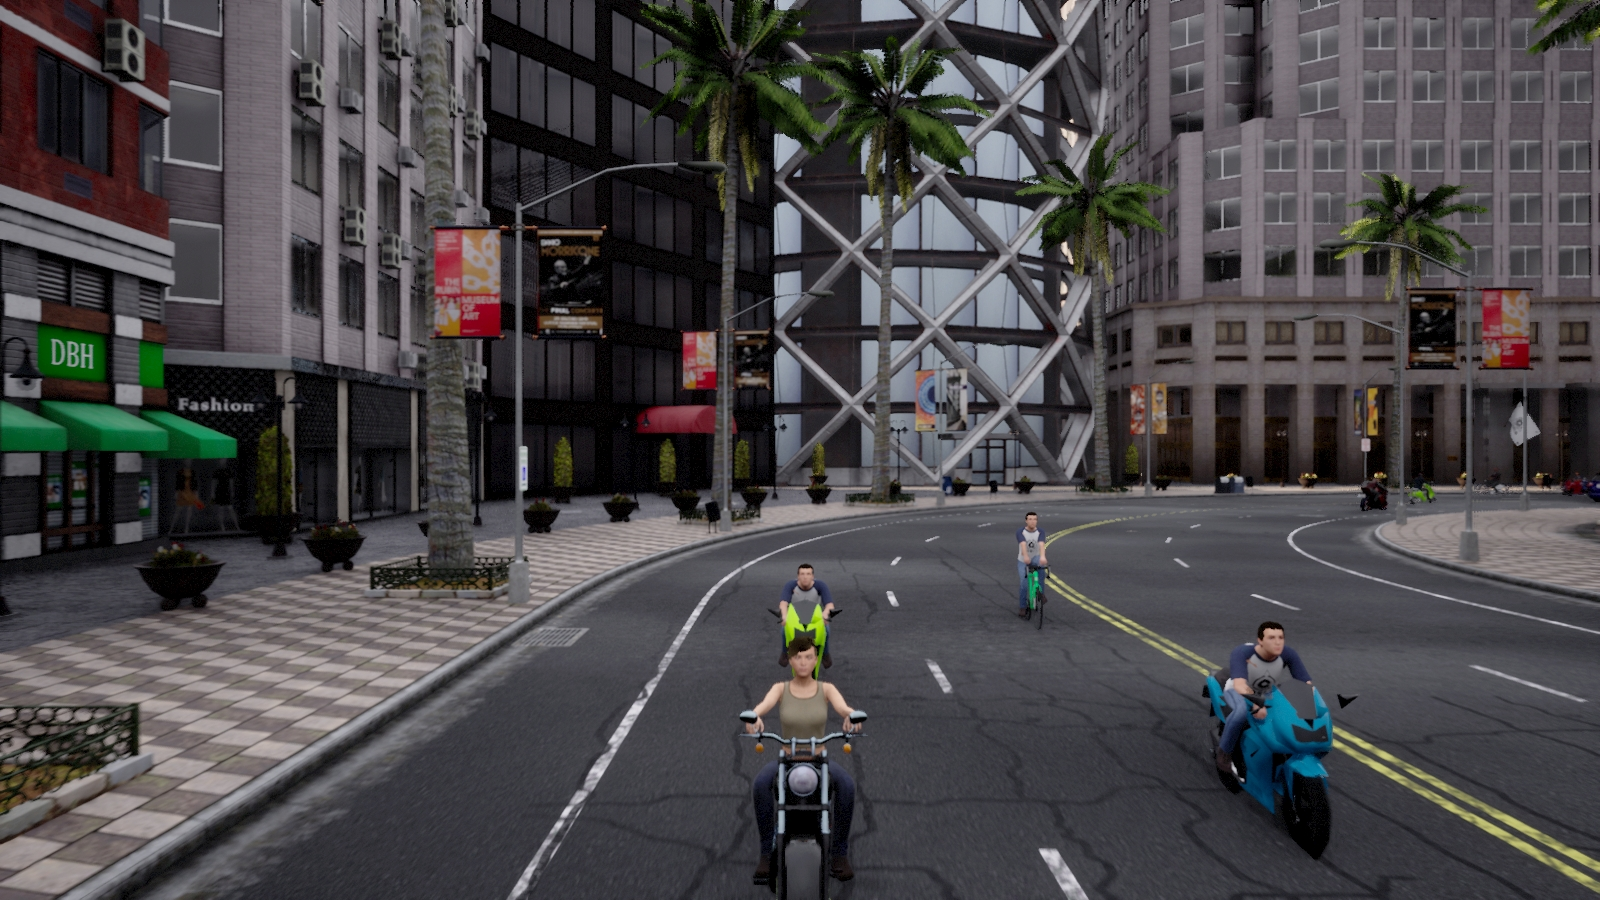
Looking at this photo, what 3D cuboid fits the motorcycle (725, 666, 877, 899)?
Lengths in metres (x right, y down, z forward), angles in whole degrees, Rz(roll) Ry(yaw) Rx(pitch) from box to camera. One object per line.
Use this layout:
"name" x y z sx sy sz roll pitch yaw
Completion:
"motorcycle" 0.011 2.167 6.902 0.764 1.277 2.356 0 0 0

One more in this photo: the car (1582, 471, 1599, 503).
"car" 44.339 1.952 60.336 4.611 1.667 2.242 0 0 -3

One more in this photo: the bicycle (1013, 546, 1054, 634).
"bicycle" 3.721 2.201 18.265 0.373 1.196 1.643 0 0 2

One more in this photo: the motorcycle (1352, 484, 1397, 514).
"motorcycle" 26.021 2.192 51.767 2.209 1.251 0.867 0 1 -36

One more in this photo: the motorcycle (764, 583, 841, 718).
"motorcycle" 0.044 2.209 12.927 0.803 1.145 2.033 0 0 1
